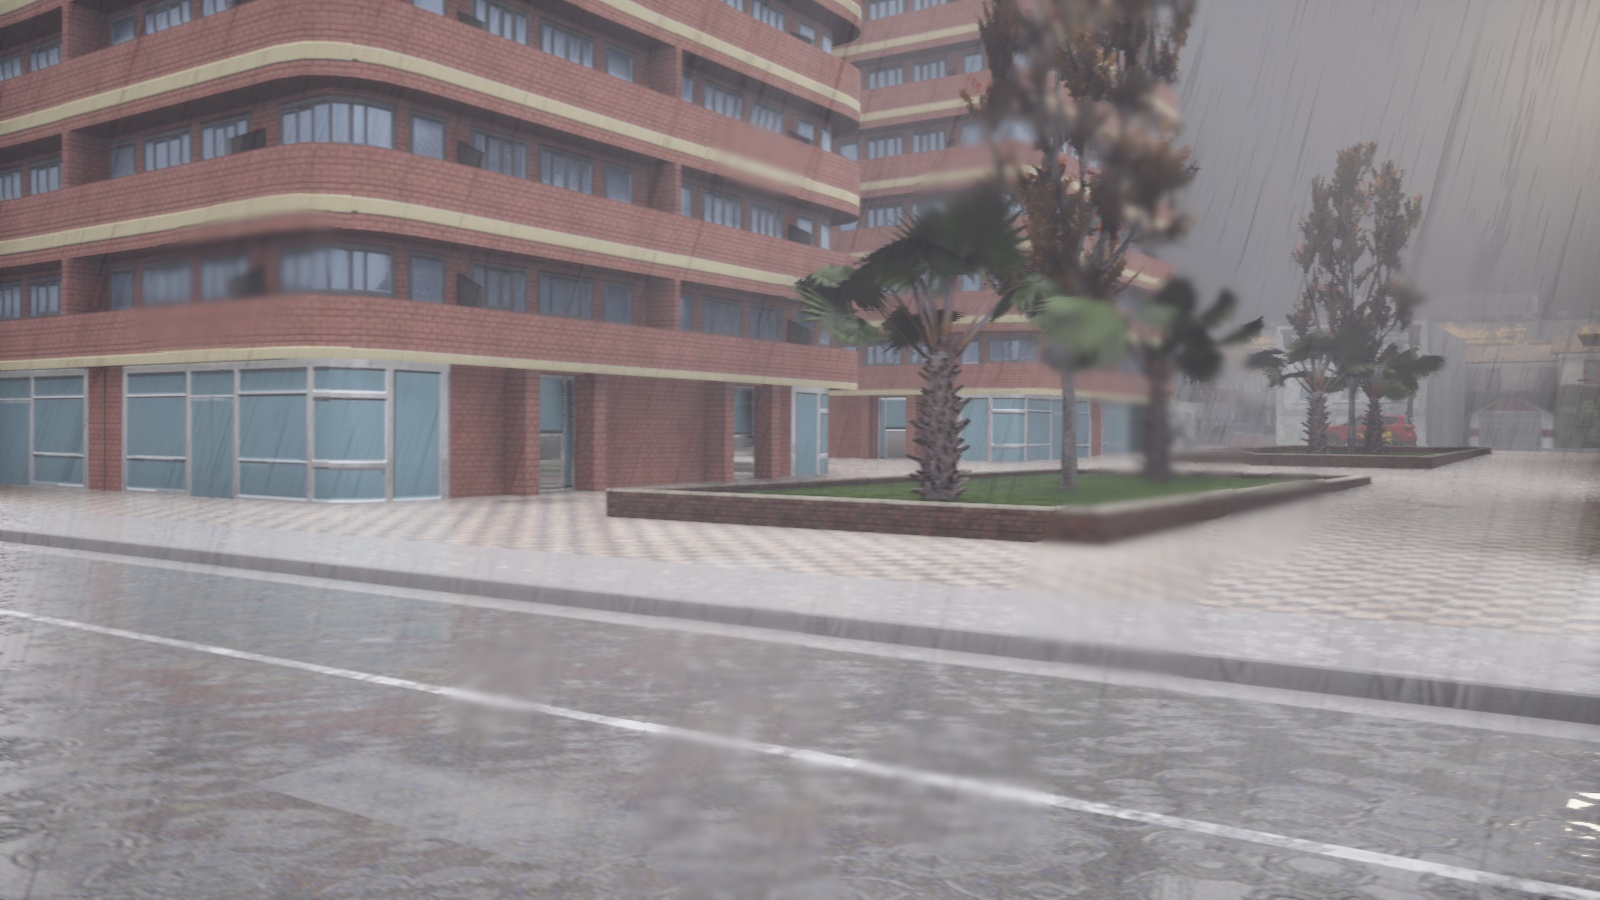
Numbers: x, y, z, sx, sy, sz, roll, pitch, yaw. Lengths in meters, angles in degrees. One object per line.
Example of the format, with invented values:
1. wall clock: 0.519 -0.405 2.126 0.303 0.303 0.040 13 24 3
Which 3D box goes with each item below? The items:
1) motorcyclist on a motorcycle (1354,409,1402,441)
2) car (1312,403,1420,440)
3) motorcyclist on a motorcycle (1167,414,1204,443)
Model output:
1. motorcyclist on a motorcycle: 28.474 -1.218 61.841 2.044 1.523 0.797 0 1 34
2. car: 33.812 -1.694 75.109 5.566 2.045 2.150 -1 1 34
3. motorcyclist on a motorcycle: 21.681 -1.192 70.603 1.817 1.590 0.866 -1 0 34
